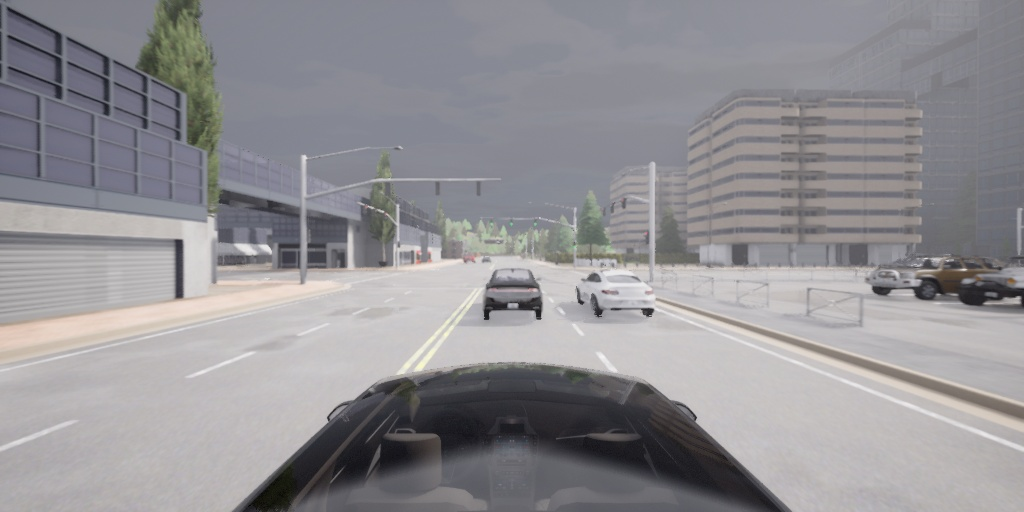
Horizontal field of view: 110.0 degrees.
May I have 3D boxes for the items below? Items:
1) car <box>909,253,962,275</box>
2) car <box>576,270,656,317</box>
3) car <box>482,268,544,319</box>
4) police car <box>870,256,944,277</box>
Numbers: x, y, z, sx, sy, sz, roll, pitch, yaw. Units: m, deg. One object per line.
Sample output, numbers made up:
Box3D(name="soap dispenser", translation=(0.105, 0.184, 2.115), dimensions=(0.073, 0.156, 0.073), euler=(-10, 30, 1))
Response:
Box3D(name="car", translation=(46.309, 0.722, 40.399), dimensions=(5.566, 2.045, 2.150), euler=(0, 0, -1))
Box3D(name="car", translation=(3.523, 1.203, 12.757), dimensions=(1.812, 1.442, 4.674), euler=(0, 0, 0))
Box3D(name="car", translation=(0.022, 1.170, 12.470), dimensions=(2.128, 1.511, 4.902), euler=(0, 0, 0))
Box3D(name="police car", translation=(40.344, 1.025, 36.693), dimensions=(4.974, 1.542, 2.038), euler=(0, 0, -2))
